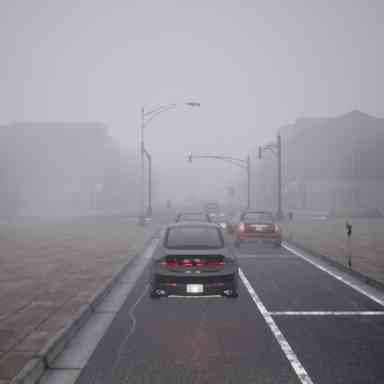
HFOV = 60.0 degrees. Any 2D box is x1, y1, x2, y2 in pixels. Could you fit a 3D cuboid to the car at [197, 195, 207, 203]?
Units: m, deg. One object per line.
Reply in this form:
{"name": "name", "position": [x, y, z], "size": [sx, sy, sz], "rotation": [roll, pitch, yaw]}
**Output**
{"name": "car", "position": [2.446, 1.734, 79.691], "size": [2.192, 1.841, 5.009], "rotation": [1, -1, 0]}

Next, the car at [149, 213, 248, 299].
{"name": "car", "position": [0.017, 1.512, 8.484], "size": [1.837, 1.490, 4.892], "rotation": [0, 0, -1]}

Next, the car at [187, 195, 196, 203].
{"name": "car", "position": [-0.220, 1.675, 82.581], "size": [2.150, 2.045, 5.566], "rotation": [0, -1, 0]}

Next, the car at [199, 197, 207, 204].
{"name": "car", "position": [2.456, 1.891, 74.421], "size": [1.752, 1.417, 4.829], "rotation": [1, -1, 0]}

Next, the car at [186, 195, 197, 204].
{"name": "car", "position": [-0.179, 1.569, 72.172], "size": [2.150, 2.045, 5.566], "rotation": [0, -1, 0]}

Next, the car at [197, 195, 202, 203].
{"name": "car", "position": [2.485, 1.829, 63.376], "size": [1.947, 1.339, 4.313], "rotation": [1, -1, 0]}

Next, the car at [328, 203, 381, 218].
{"name": "car", "position": [14.485, 1.630, 29.740], "size": [4.181, 1.385, 1.994], "rotation": [0, -2, 0]}

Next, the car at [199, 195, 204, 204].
{"name": "car", "position": [2.515, 1.702, 52.671], "size": [1.752, 1.417, 4.829], "rotation": [1, 0, 0]}

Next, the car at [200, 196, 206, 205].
{"name": "car", "position": [2.529, 1.704, 47.064], "size": [1.947, 1.339, 4.313], "rotation": [1, 0, 0]}

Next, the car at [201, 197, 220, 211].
{"name": "car", "position": [2.544, 1.672, 41.627], "size": [1.947, 1.339, 4.313], "rotation": [1, 0, 0]}

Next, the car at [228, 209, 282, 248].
{"name": "car", "position": [2.621, 1.457, 14.881], "size": [1.967, 1.590, 4.097], "rotation": [2, 0, 0]}

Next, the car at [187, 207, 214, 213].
{"name": "car", "position": [0.050, 1.619, 15.959], "size": [1.895, 1.301, 4.718], "rotation": [0, 0, 0]}
